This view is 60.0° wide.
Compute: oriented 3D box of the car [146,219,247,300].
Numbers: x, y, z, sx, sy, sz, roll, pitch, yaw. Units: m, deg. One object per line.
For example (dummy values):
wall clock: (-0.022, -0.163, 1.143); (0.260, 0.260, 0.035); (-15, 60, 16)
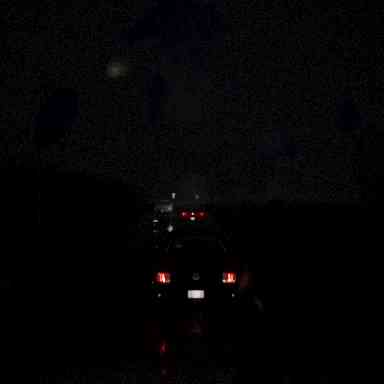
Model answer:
car: (0.083, 1.599, 8.356); (1.895, 1.301, 4.718); (0, 0, 0)

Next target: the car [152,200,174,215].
car: (-2.908, 1.575, 34.529); (1.812, 1.442, 4.674); (0, 0, 0)

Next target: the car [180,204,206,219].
car: (0.043, 1.608, 25.829); (1.895, 1.301, 4.718); (0, 0, 0)
